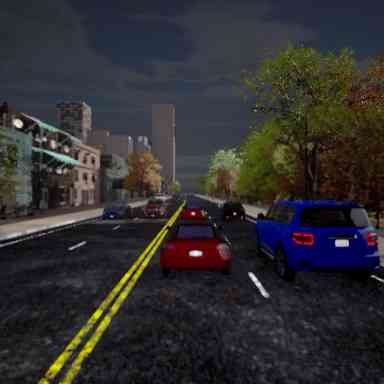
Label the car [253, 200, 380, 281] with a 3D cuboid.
[{"bbox_3d":[3.350,1.249,10.110,2.150,2.045,5.566,0,0,0],"label":"car"}]

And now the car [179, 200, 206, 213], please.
[{"bbox_3d":[0.100,1.639,27.554,1.994,1.385,4.181,0,0,0],"label":"car"}]

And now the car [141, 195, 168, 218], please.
[{"bbox_3d":[-3.346,1.435,30.692,2.097,1.767,4.553,0,0,0],"label":"car"}]

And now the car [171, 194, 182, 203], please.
[{"bbox_3d":[-3.258,1.344,71.039,2.150,2.045,5.566,0,0,0],"label":"car"}]

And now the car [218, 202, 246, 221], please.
[{"bbox_3d":[3.350,1.555,28.473,1.882,1.535,5.008,0,0,0],"label":"car"}]

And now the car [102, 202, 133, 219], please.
[{"bbox_3d":[-6.601,1.629,29.993,2.033,1.411,5.357,0,0,0],"label":"car"}]

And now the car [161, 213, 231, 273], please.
[{"bbox_3d":[0.100,1.593,10.753,1.994,1.385,4.181,0,0,0],"label":"car"}]
